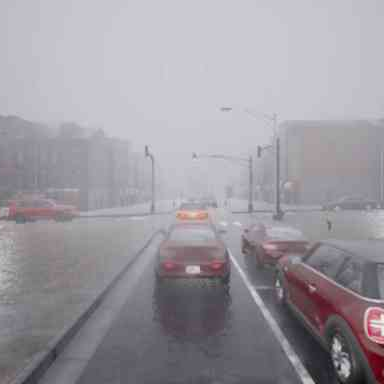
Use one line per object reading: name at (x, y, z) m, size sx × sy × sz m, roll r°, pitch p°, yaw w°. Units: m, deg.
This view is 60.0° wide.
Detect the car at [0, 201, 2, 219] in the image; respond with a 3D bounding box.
car at (-17.194, 1.739, 31.375) m, size 5.566 × 2.045 × 2.150 m, roll -2°, pitch 0°, yaw -2°

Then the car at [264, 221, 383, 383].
car at (2.634, 1.441, 5.322) m, size 1.967 × 1.590 × 4.097 m, roll 0°, pitch 0°, yaw 0°

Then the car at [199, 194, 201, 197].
car at (2.637, 1.437, 53.534) m, size 2.192 × 1.841 × 5.009 m, roll -1°, pitch 0°, yaw 0°

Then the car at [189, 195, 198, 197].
car at (0.011, 1.705, 73.188) m, size 1.837 × 1.490 × 4.892 m, roll 0°, pitch 0°, yaw 0°

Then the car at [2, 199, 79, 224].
car at (-12.580, 1.598, 28.308) m, size 5.566 × 2.045 × 2.150 m, roll -2°, pitch 0°, yaw 1°

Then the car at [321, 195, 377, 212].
car at (14.739, 1.090, 31.298) m, size 4.892 × 1.490 × 1.837 m, roll -2°, pitch 0°, yaw 0°

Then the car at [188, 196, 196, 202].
car at (0.013, 1.655, 83.608) m, size 1.994 × 1.385 × 4.181 m, roll 0°, pitch 0°, yaw 0°

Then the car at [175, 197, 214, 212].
car at (-0.008, 1.371, 20.898) m, size 2.097 × 1.767 × 4.553 m, roll 0°, pitch 0°, yaw -1°

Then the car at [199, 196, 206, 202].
car at (2.642, 1.810, 86.117) m, size 1.752 × 1.417 × 4.829 m, roll -1°, pitch 0°, yaw 0°

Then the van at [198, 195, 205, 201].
van at (2.641, 1.656, 91.351) m, size 1.690 × 1.788 × 3.998 m, roll -1°, pitch 0°, yaw 0°

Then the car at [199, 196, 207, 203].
car at (2.642, 1.779, 80.715) m, size 1.752 × 1.417 × 4.829 m, roll -1°, pitch 0°, yaw 0°

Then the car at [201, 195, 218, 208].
car at (2.637, 1.540, 48.132) m, size 1.967 × 1.590 × 4.097 m, roll -1°, pitch 0°, yaw 0°

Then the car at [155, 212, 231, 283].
car at (0.016, 1.529, 9.556) m, size 1.812 × 1.442 × 4.674 m, roll 0°, pitch 0°, yaw 0°

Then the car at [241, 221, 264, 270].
car at (2.635, 1.587, 10.789) m, size 1.802 × 1.307 × 4.206 m, roll 0°, pitch 0°, yaw 0°
